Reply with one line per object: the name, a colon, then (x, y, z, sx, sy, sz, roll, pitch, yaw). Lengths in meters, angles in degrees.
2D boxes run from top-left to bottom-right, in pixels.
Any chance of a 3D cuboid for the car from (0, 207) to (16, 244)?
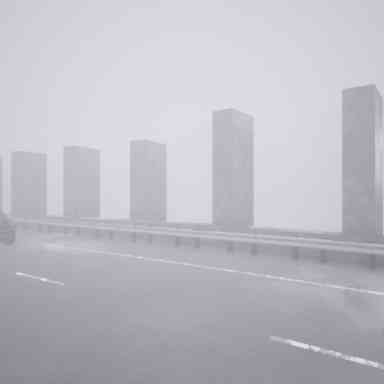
car: (-9.692, 1.363, 14.249, 4.553, 1.767, 2.097, 0, 0, 31)
